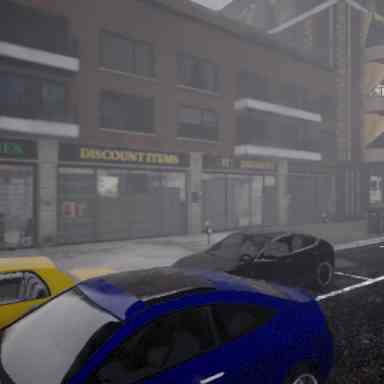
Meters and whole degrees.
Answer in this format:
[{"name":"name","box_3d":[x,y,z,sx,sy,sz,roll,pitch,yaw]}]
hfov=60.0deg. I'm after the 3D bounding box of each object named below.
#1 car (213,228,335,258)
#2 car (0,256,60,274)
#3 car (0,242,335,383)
[{"name":"car","box_3d":[1.561,1.553,7.667,4.313,1.339,1.947,0,0,-35]},{"name":"car","box_3d":[-3.073,1.526,4.363,4.829,1.417,1.752,0,0,-35]},{"name":"car","box_3d":[-0.578,1.523,2.950,4.674,1.442,1.812,0,0,-36]}]
